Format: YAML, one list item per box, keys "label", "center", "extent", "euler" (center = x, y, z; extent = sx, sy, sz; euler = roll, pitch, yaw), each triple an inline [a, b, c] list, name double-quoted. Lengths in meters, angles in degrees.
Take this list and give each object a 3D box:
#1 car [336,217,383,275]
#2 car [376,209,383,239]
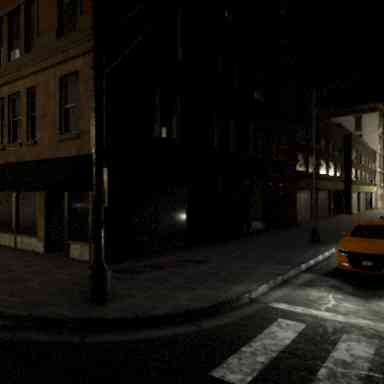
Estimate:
- label: "car"
  center: [6.212, 1.702, 11.070]
  extent: [1.882, 1.535, 5.008]
  euler: [0, -1, 36]
- label: "car"
  center: [12.454, 1.847, 19.750]
  extent: [2.128, 1.511, 4.902]
  euler: [0, -1, 36]
